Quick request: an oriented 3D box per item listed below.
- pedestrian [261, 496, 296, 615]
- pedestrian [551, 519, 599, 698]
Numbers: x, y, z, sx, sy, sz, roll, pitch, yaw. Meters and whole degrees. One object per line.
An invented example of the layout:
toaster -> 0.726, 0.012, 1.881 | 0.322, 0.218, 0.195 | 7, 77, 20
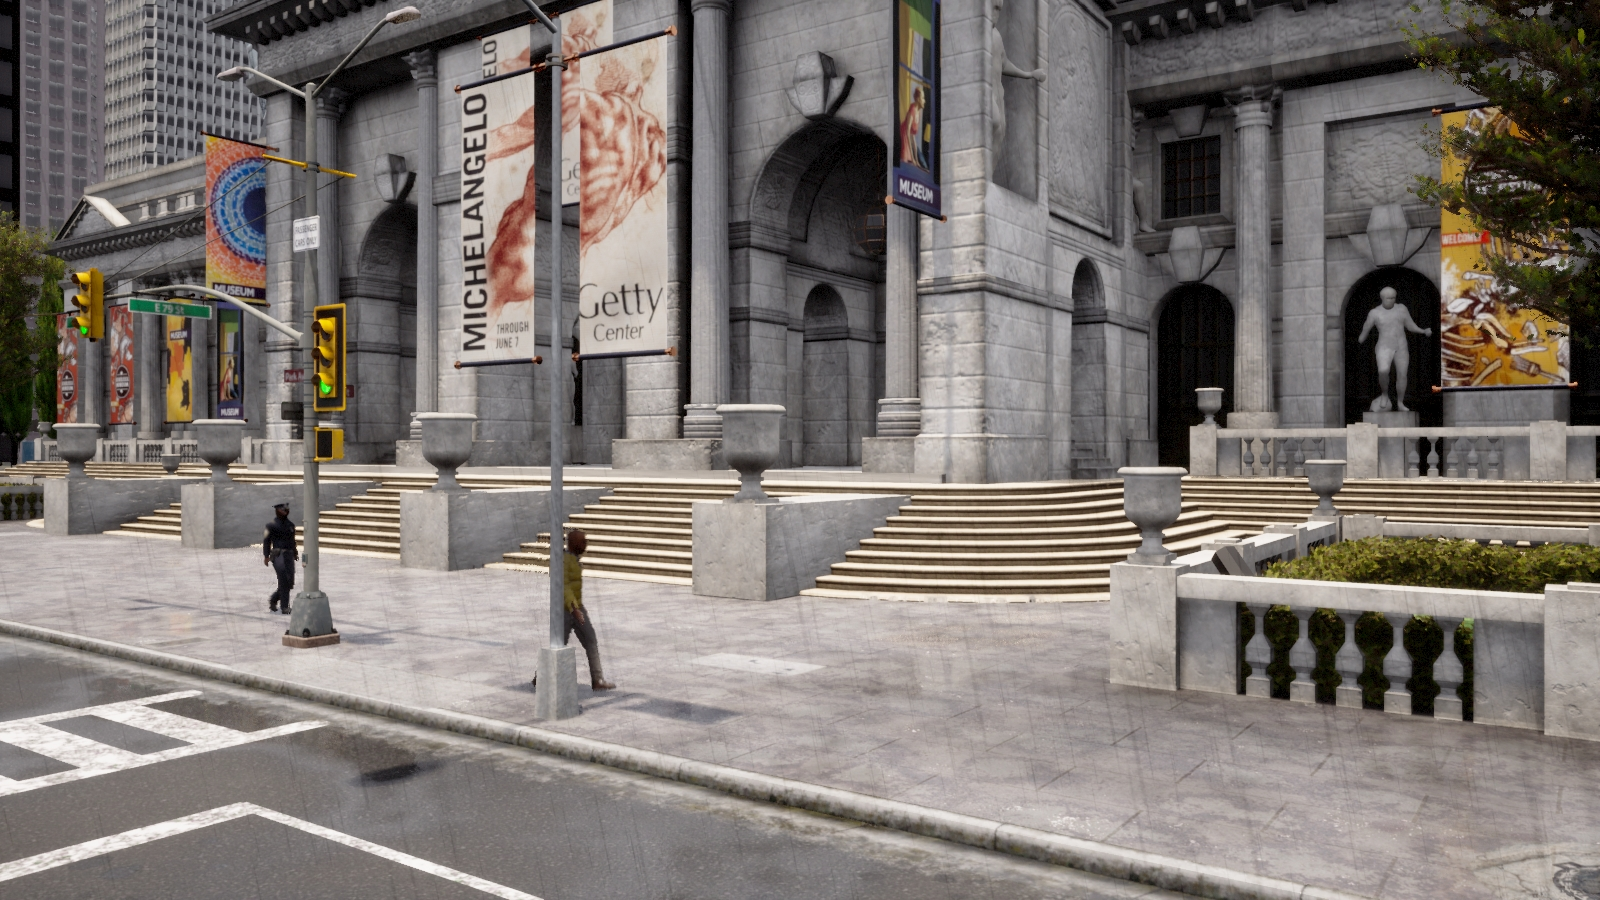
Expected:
pedestrian -> -8.398, 1.689, 18.400 | 0.375, 1.860, 0.375 | 0, 0, 33
pedestrian -> -2.425, 1.693, 12.315 | 0.375, 1.860, 0.375 | 0, 0, 18
